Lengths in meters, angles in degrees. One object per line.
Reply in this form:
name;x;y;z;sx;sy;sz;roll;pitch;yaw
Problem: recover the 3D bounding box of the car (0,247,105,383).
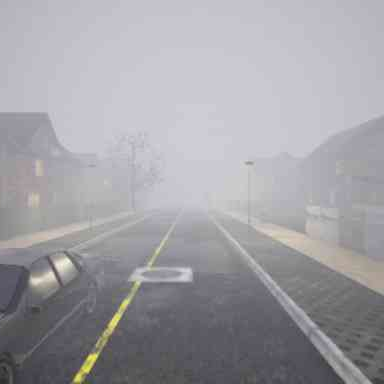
car;-2.751;1.595;4.837;2.033;1.411;5.357;0;-1;0
